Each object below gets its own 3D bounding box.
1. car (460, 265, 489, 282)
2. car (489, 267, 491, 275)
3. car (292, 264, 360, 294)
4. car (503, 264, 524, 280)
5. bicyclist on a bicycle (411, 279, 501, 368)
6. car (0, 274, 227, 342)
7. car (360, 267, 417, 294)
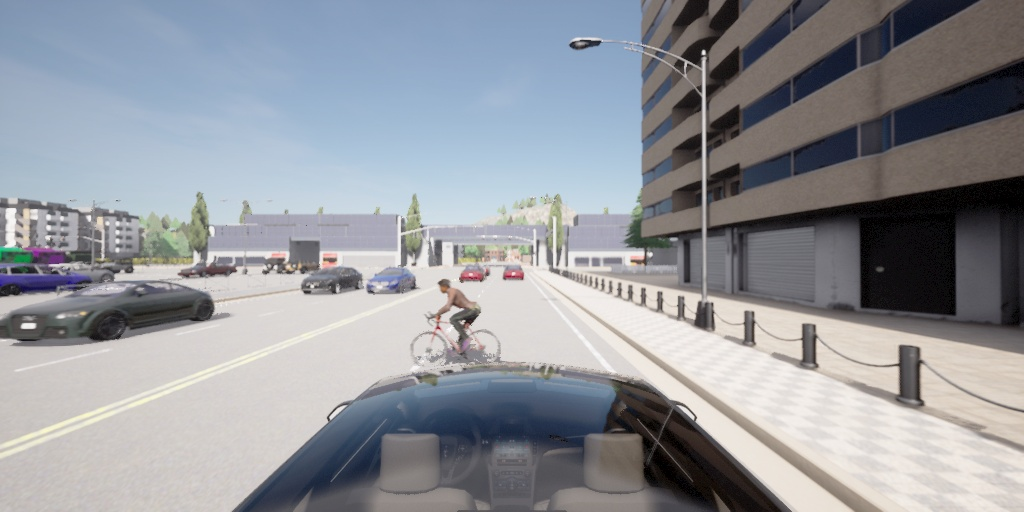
[{"bbox_3d":[-3.409,1.521,31.961,1.994,1.385,4.181,0,0,1],"label":"car"},{"bbox_3d":[-3.451,1.618,40.758,1.895,1.301,4.718,0,0,0],"label":"car"},{"bbox_3d":[-10.569,1.390,21.424,1.837,1.490,4.892,0,-1,0],"label":"car"},{"bbox_3d":[0.145,1.535,33.911,1.994,1.385,4.181,0,0,-1],"label":"car"},{"bbox_3d":[-1.045,1.235,6.526,1.656,1.620,0.582,-2,0,0],"label":"bicyclist on a bicycle"},{"bbox_3d":[-10.593,1.369,9.857,1.994,1.385,4.181,0,0,0],"label":"car"},{"bbox_3d":[-7.010,1.409,21.354,1.812,1.442,4.674,0,-1,1],"label":"car"}]
